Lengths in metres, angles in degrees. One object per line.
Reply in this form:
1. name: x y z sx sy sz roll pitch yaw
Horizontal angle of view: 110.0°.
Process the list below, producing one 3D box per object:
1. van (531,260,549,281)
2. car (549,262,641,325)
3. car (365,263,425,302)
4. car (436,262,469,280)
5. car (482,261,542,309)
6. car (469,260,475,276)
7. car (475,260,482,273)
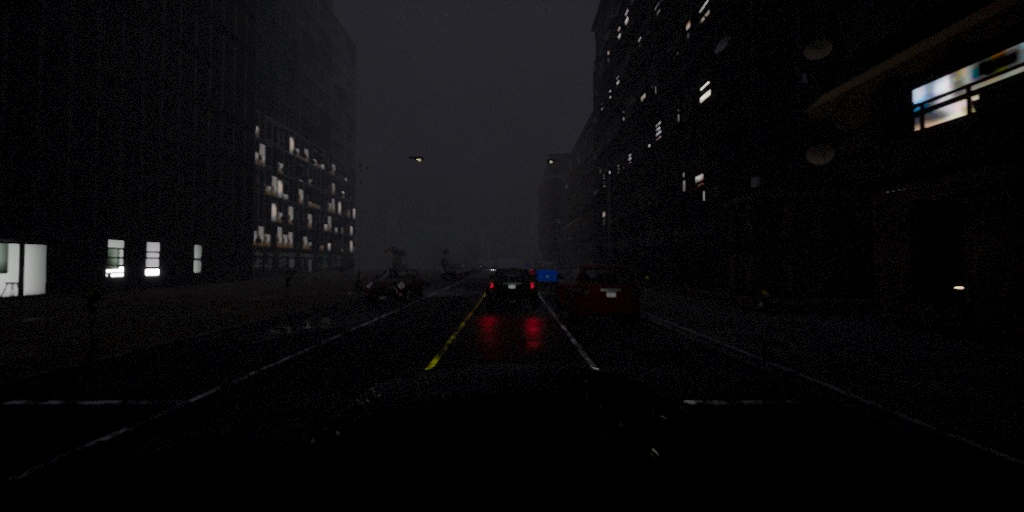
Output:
1. van: 2.688 1.342 29.083 1.690 1.789 3.998 0 0 0
2. car: 2.690 1.162 12.145 2.192 1.841 5.009 0 0 0
3. car: -5.695 1.339 17.760 1.967 1.591 4.097 0 0 0
4. car: -5.667 1.490 34.697 1.967 1.591 4.097 0 0 0
5. car: 0.000 1.232 15.932 2.097 1.767 4.553 0 -1 0
6. car: -5.662 1.539 40.343 1.967 1.591 4.097 0 0 0
7. car: -5.663 1.739 51.634 1.888 1.381 4.507 0 0 0
